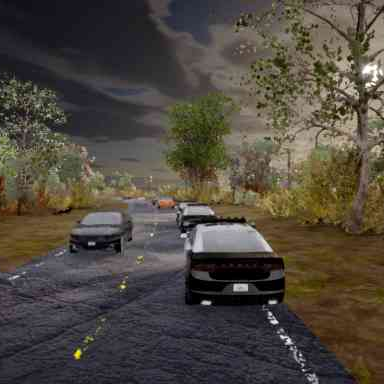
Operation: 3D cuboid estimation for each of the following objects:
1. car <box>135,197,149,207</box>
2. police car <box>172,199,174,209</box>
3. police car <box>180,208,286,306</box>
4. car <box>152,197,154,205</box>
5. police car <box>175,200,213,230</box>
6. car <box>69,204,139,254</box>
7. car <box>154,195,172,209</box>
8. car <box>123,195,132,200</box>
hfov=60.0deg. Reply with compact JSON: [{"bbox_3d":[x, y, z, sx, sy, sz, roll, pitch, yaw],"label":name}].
[{"bbox_3d":[-7.637,1.522,50.321,1.812,1.442,4.674,0,0,-10],"label":"car"},{"bbox_3d":[-0.218,1.423,24.349,1.930,1.638,5.238,0,0,-5],"label":"police car"},{"bbox_3d":[0.746,1.425,8.252,1.930,1.638,5.238,0,0,-2],"label":"police car"},{"bbox_3d":[-5.852,1.346,57.962,2.097,1.767,4.553,0,0,-12],"label":"car"},{"bbox_3d":[0.244,1.424,18.319,1.930,1.638,5.238,0,0,-4],"label":"police car"},{"bbox_3d":[-3.544,1.477,13.768,1.882,1.535,5.008,0,0,-3],"label":"car"},{"bbox_3d":[-3.680,1.348,45.664,2.097,1.767,4.553,0,0,-9],"label":"car"},{"bbox_3d":[-17.615,1.592,90.678,1.895,1.301,4.718,0,0,-18],"label":"car"}]
